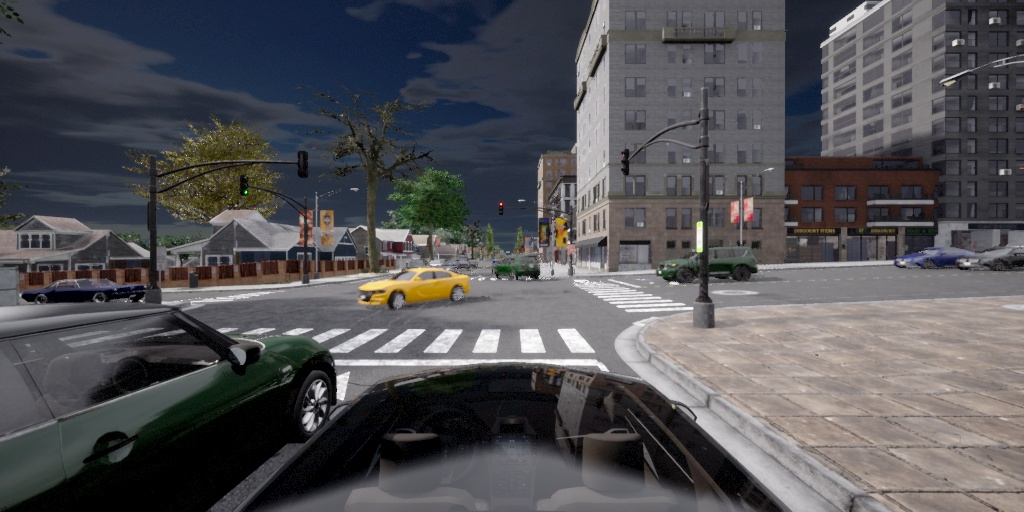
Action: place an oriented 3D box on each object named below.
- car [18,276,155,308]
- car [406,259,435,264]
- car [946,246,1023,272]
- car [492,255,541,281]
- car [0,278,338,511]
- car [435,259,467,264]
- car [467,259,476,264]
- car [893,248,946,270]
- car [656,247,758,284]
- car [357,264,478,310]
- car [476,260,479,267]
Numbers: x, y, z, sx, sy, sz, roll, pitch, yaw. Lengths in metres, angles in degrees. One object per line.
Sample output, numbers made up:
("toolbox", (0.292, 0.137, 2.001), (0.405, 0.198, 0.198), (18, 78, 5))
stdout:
("car", (-21.627, 1.806, 18.370), (4.718, 1.301, 1.895), (-2, 0, 0))
("car", (-9.868, 1.119, 37.471), (2.097, 1.767, 4.553), (0, 0, 0))
("car", (29.950, 0.148, 21.769), (4.674, 1.442, 1.812), (-2, 0, 0))
("car", (0.300, 0.975, 30.353), (2.150, 2.045, 5.566), (-3, 0, -28))
("car", (-3.151, 1.102, 2.482), (2.097, 1.767, 4.553), (0, 0, 0))
("car", (-6.618, 1.261, 39.548), (2.128, 1.511, 4.902), (0, 0, 0))
("car", (-6.629, 1.334, 49.266), (2.033, 1.411, 5.357), (0, 0, 0))
("car", (29.576, 0.151, 25.027), (4.674, 1.442, 1.812), (-2, 0, 0))
("car", (11.718, 0.535, 21.709), (5.566, 2.045, 2.150), (-2, 0, 0))
("car", (-4.036, 1.271, 15.399), (1.882, 1.535, 5.008), (-1, -1, 39))
("car", (-6.625, 1.320, 59.612), (1.837, 1.490, 4.892), (0, 0, 0))
